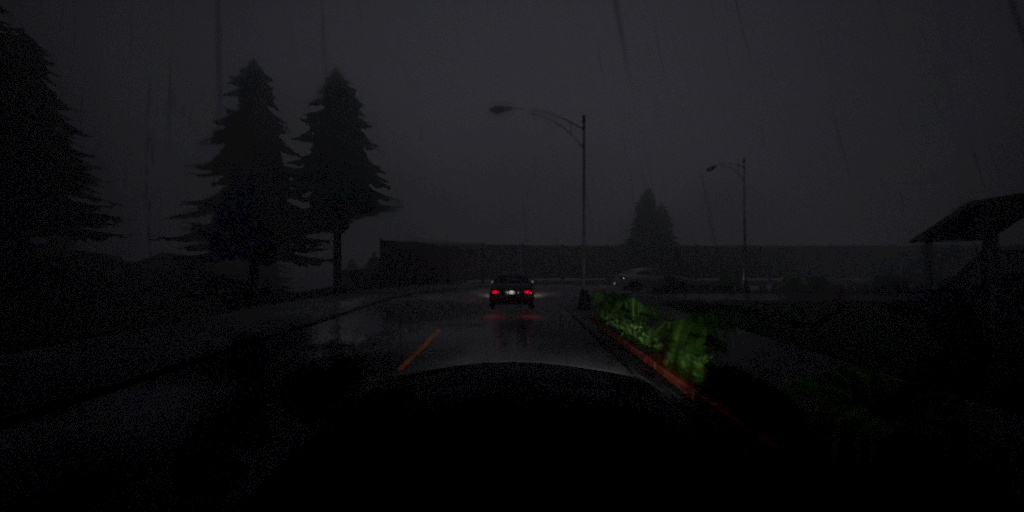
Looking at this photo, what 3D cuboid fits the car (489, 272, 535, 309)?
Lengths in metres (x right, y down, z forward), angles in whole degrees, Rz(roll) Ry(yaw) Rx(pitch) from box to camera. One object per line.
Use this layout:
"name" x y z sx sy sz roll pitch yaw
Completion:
"car" 0.019 1.430 15.832 2.033 1.411 5.357 0 -1 1

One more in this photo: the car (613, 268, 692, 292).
"car" 8.695 1.468 22.340 4.674 1.442 1.812 0 -1 0
